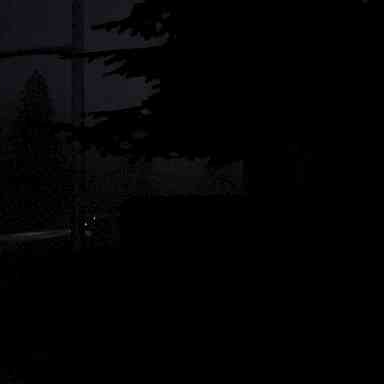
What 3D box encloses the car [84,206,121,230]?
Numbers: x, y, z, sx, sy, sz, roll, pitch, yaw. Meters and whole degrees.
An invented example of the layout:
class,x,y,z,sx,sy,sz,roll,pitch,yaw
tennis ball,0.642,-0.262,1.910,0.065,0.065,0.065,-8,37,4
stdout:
class,x,y,z,sx,sy,sz,roll,pitch,yaw
car,-4.971,1.586,21.363,1.895,1.301,4.718,0,0,36
